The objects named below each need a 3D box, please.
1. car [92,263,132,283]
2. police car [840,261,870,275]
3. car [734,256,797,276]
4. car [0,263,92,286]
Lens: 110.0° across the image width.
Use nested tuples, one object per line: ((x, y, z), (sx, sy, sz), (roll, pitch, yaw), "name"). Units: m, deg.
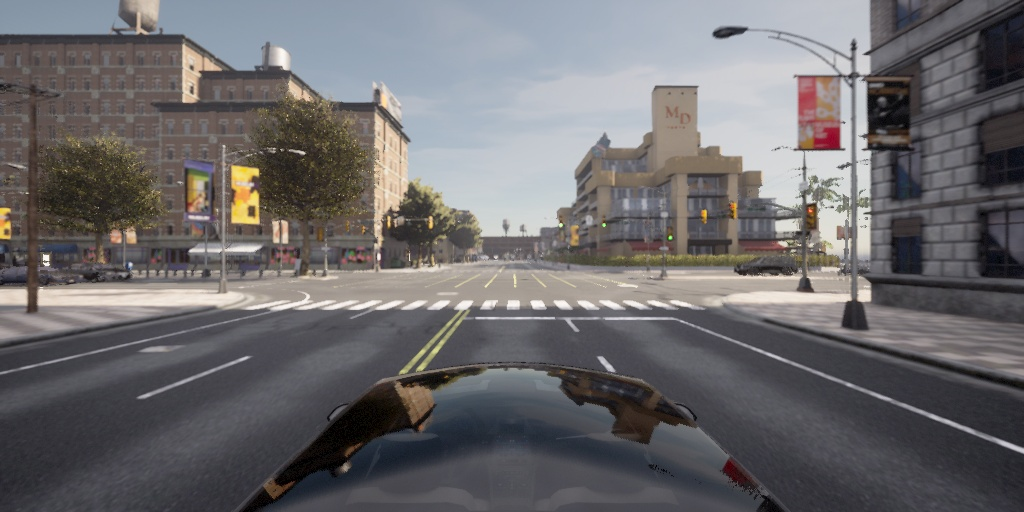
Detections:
((-33.378, 1.320, 28.630), (4.902, 1.511, 2.128), (0, 0, 0), "car")
((39.335, 1.349, 39.761), (4.974, 1.542, 2.038), (0, 0, 0), "police car")
((25.731, 1.061, 36.435), (5.566, 2.045, 2.150), (0, 0, 0), "car")
((-33.499, 1.367, 25.128), (5.357, 1.411, 2.033), (0, 0, 0), "car")
